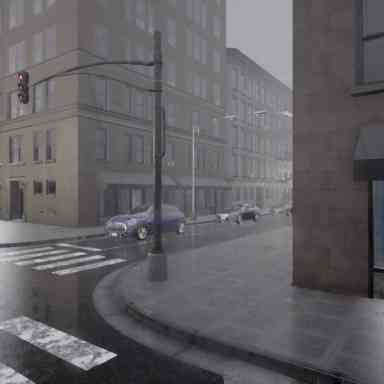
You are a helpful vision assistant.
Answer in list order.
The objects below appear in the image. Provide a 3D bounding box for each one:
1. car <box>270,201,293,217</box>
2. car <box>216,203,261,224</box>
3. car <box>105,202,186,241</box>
[{"bbox_3d":[9.729,1.684,34.450,2.128,1.511,4.902,0,0,35],"label":"car"},{"bbox_3d":[3.681,1.629,25.951,2.128,1.511,4.902,0,0,36],"label":"car"},{"bbox_3d":[-2.335,1.432,17.538,2.097,1.767,4.553,0,0,36],"label":"car"}]
